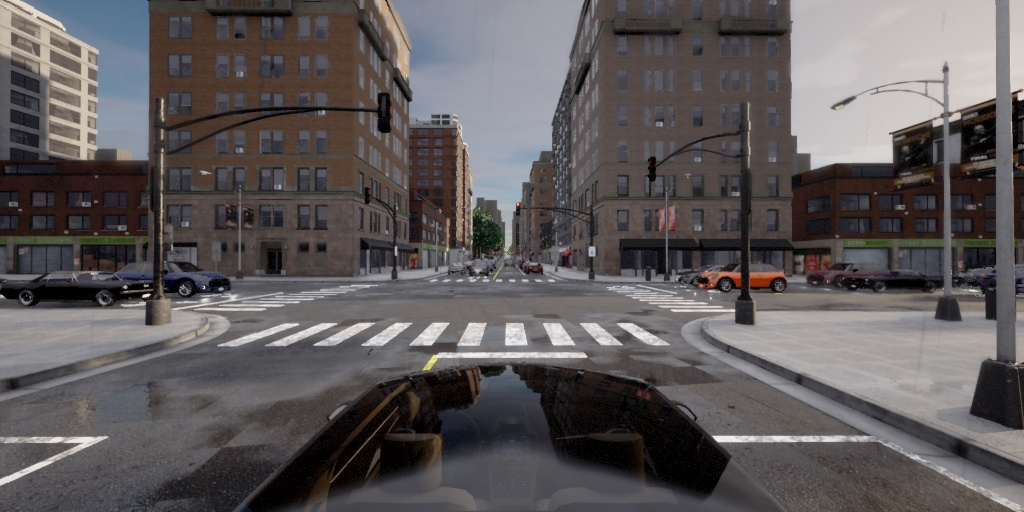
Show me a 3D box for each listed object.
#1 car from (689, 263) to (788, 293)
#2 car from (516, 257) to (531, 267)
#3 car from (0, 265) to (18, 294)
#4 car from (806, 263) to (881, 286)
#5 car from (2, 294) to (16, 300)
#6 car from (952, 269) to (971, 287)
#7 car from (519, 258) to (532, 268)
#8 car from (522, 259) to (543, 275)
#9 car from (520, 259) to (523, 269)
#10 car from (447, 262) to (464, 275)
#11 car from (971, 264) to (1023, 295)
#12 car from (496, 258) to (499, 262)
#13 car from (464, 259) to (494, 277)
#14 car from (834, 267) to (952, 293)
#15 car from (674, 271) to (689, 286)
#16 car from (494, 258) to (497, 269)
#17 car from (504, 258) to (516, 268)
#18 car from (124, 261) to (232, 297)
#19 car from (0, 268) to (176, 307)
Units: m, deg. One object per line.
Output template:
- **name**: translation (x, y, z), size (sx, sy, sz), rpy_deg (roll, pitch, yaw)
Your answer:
- **car**: translation (13.391, 1.181, 21.130), size (4.553, 1.767, 2.097), rpy_deg (0, 0, 0)
- **car**: translation (2.273, 1.128, 56.427), size (2.192, 1.841, 5.009), rpy_deg (0, 0, -1)
- **car**: translation (-28.010, 1.175, 17.357), size (5.357, 1.411, 2.033), rpy_deg (0, 0, 0)
- **car**: translation (22.885, 1.249, 24.453), size (4.553, 1.767, 2.097), rpy_deg (0, 0, -1)
- **car**: translation (-5.855, 1.190, 1.453), size (1.967, 1.591, 4.097), rpy_deg (0, 0, 0)
- **car**: translation (32.769, 1.446, 24.524), size (4.892, 1.490, 1.837), rpy_deg (0, 0, 0)
- **car**: translation (2.334, 1.325, 51.091), size (1.751, 1.417, 4.829), rpy_deg (0, 0, -1)
- **car**: translation (2.461, 1.324, 39.907), size (1.888, 1.381, 4.507), rpy_deg (0, 0, -1)
- **car**: translation (2.399, 1.355, 45.414), size (1.948, 1.339, 4.313), rpy_deg (0, 0, -1)
- **car**: translation (-6.064, 1.329, 39.814), size (2.007, 1.370, 4.403), rpy_deg (0, 0, -1)
- **car**: translation (26.517, 1.211, 17.783), size (4.553, 1.767, 2.097), rpy_deg (0, 0, 0)
- **car**: translation (-3.487, 1.322, 57.744), size (1.837, 1.490, 4.892), rpy_deg (0, 0, 0)
- **car**: translation (-3.256, 1.267, 36.253), size (2.128, 1.511, 4.902), rpy_deg (0, 0, 0)
- **car**: translation (22.377, 1.469, 21.199), size (4.718, 1.301, 1.895), rpy_deg (0, 0, -1)
- **car**: translation (13.691, 1.348, 24.398), size (4.902, 1.511, 2.128), rpy_deg (0, 0, 0)
- **car**: translation (-3.376, 1.340, 47.354), size (2.033, 1.411, 5.357), rpy_deg (0, 0, -1)
- **car**: translation (-0.394, 1.329, 65.039), size (2.128, 1.511, 4.902), rpy_deg (0, 0, -1)
- **car**: translation (-16.447, 1.024, 17.470), size (4.553, 1.767, 2.097), rpy_deg (0, 0, -1)
- **car**: translation (-16.666, 1.246, 14.185), size (4.718, 1.301, 1.895), rpy_deg (0, 0, 0)
